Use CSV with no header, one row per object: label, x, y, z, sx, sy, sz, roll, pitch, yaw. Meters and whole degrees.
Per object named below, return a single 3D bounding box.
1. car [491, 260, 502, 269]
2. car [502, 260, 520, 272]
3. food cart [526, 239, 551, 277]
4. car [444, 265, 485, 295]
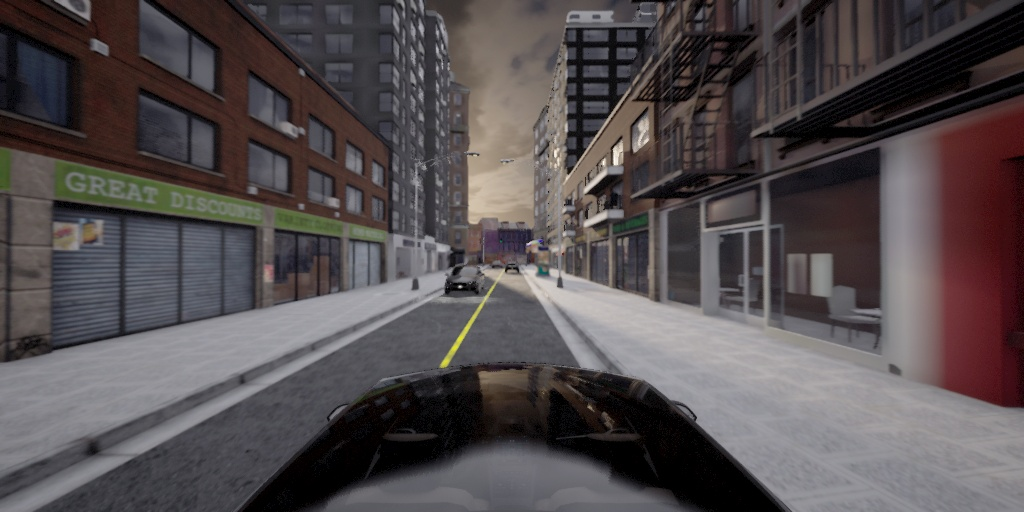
car,-2.536,1.459,62.240,2.033,1.411,5.357,0,0,1
car,0.022,1.379,47.727,1.837,1.490,4.892,0,-1,0
food cart,2.877,0.303,34.594,2.280,3.560,4.660,0,0,0
car,-2.604,1.302,20.384,1.837,1.490,4.892,0,0,0
